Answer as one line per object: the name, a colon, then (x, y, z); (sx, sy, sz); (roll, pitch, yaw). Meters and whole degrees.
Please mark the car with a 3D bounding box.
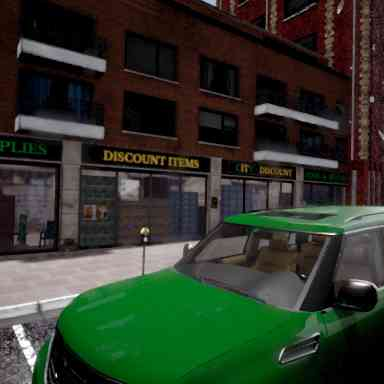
car: (1.259, 1.224, 3.840); (5.566, 2.045, 2.150); (0, 0, -35)
